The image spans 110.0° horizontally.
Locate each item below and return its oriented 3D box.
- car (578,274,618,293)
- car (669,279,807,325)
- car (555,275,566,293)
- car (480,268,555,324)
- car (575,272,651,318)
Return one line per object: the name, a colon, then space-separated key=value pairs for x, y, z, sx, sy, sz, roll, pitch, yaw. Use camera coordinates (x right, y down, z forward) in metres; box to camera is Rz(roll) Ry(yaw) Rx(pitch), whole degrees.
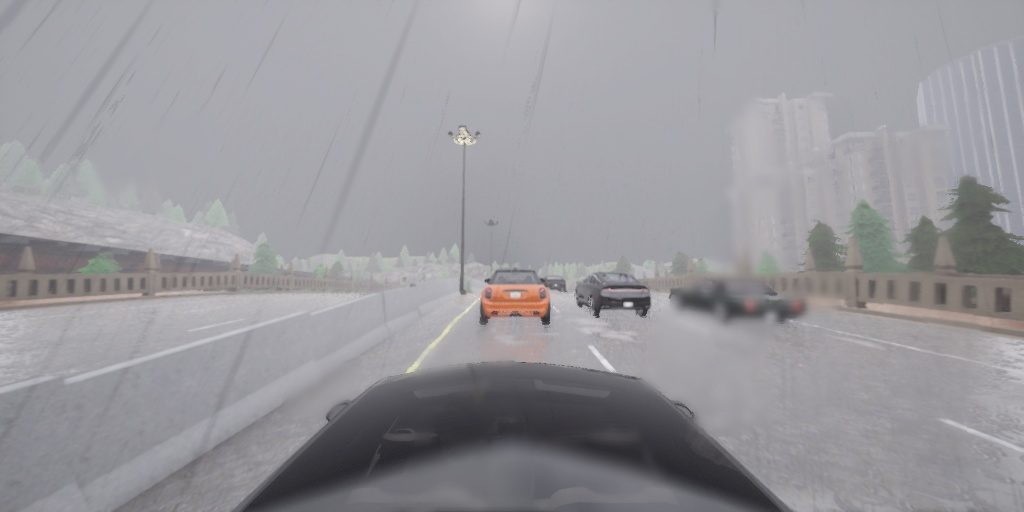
car: x=7.099 y=2.333 z=30.156 sx=2.128 sy=1.511 sz=4.902 roll=0 pitch=-5 yaw=0
car: x=7.099 y=1.426 z=12.026 sx=1.895 sy=1.301 sz=4.718 roll=0 pitch=-1 yaw=0
car: x=3.599 y=2.478 z=31.843 sx=1.882 sy=1.535 sz=5.008 roll=0 pitch=-6 yaw=0
car: x=0.099 y=1.186 z=12.404 sx=2.097 sy=1.767 sz=4.553 roll=0 pitch=-1 yaw=0
car: x=3.599 y=1.354 z=13.525 sx=2.128 sy=1.511 sz=4.902 roll=0 pitch=-2 yaw=0
